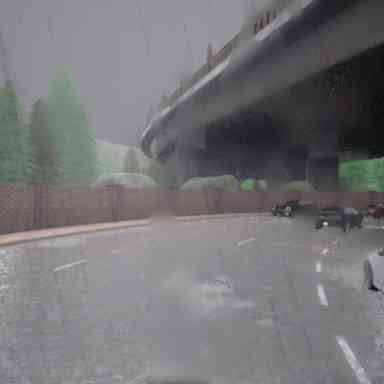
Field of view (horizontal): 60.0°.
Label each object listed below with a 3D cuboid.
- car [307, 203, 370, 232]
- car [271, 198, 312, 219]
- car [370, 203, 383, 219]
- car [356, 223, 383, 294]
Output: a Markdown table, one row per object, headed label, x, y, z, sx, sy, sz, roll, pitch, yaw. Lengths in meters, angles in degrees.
| label | x | y | z | sx | sy | sz | roll | pitch | yaw |
| --- | --- | --- | --- | --- | --- | --- | --- | --- | --- |
| car | 9.355 | 1.609 | 20.981 | 1.837 | 1.490 | 4.892 | 0 | 0 | 43 |
| car | 9.355 | 1.448 | 30.329 | 4.553 | 1.767 | 2.097 | 1 | 0 | -35 |
| car | 17.665 | 1.731 | 31.313 | 4.674 | 1.442 | 1.812 | 1 | 0 | -25 |
| car | 4.622 | 1.581 | 6.046 | 1.812 | 1.442 | 4.674 | 0 | 0 | 13 |
